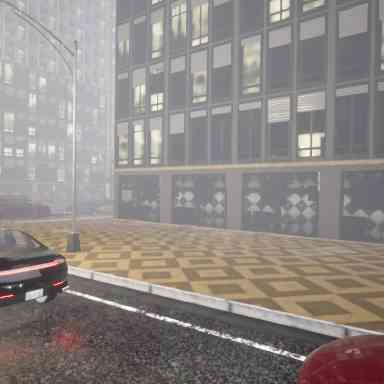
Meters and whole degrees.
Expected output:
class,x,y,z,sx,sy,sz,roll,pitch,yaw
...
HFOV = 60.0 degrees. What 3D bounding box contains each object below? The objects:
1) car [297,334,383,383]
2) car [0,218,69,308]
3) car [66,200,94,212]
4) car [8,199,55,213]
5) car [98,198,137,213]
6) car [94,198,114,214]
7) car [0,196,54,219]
class,x,y,z,sx,sy,sz,roll,pitch,yaw
car,2.892,1.526,1.634,4.674,1.442,1.812,0,0,35
car,-4.595,1.488,6.934,4.902,1.511,2.128,0,0,35
car,-13.896,1.767,42.536,1.994,1.385,4.181,1,0,36
car,-19.091,1.641,39.849,1.752,1.417,4.829,1,0,36
car,-9.565,1.633,43.014,2.097,1.767,4.553,1,0,36
car,-8.796,1.828,39.704,1.752,1.417,4.829,1,0,36
car,-15.577,1.518,30.480,2.192,1.841,5.009,1,0,36
